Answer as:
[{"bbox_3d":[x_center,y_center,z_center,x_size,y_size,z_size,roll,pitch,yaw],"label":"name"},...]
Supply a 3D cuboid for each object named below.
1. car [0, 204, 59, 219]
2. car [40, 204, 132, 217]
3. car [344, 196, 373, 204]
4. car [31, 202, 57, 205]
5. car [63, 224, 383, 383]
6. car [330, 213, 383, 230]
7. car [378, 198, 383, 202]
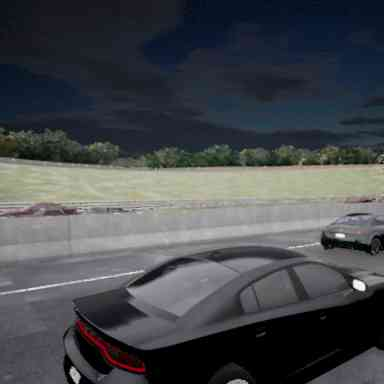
[{"bbox_3d":[-8.577,1.583,19.369,4.718,1.301,1.895,0,0,-36],"label":"car"},{"bbox_3d":[-4.857,1.521,17.725,5.357,1.411,2.033,0,0,-36],"label":"car"},{"bbox_3d":[23.156,1.326,46.286,5.008,1.535,1.882,-1,0,-35],"label":"car"},{"bbox_3d":[-10.273,1.458,22.459,5.008,1.535,1.882,0,0,-36],"label":"car"},{"bbox_3d":[0.962,1.464,4.434,5.008,1.535,1.882,0,0,-35],"label":"car"},{"bbox_3d":[6.890,1.514,12.962,4.181,1.385,1.994,0,0,-36],"label":"car"},{"bbox_3d":[26.573,1.339,44.414,4.892,1.490,1.837,0,0,-35],"label":"car"}]
